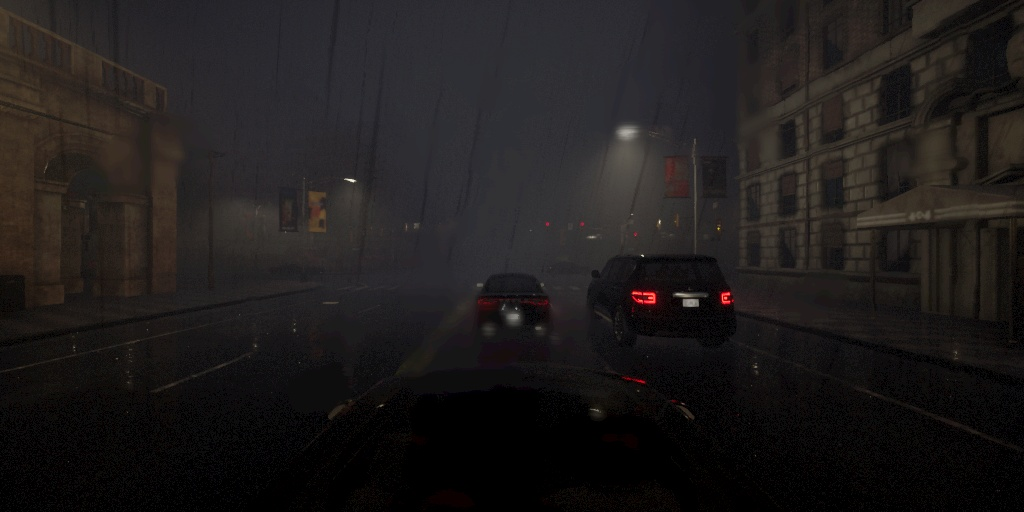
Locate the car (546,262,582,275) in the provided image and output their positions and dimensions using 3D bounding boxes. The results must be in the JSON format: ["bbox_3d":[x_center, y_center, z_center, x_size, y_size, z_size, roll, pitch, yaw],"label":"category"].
[{"bbox_3d":[5.694,1.275,35.983,4.674,1.442,1.812,0,0,0],"label":"car"}]

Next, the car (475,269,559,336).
[{"bbox_3d":[-0.011,1.228,10.494,1.882,1.535,5.008,0,0,-2],"label":"car"}]

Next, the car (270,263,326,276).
[{"bbox_3d":[-21.292,1.351,35.811,4.718,1.301,1.895,0,0,0],"label":"car"}]

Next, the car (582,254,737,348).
[{"bbox_3d":[3.455,0.971,9.415,2.150,2.045,5.566,0,0,2],"label":"car"}]

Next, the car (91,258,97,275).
[{"bbox_3d":[-38.109,1.227,35.705,5.008,1.535,1.882,0,0,0],"label":"car"}]

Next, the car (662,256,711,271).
[{"bbox_3d":[23.182,0.971,47.781,5.566,2.045,2.150,0,0,0],"label":"car"}]

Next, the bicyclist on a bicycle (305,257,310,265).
[{"bbox_3d":[-31.577,1.050,55.228,0.582,1.620,1.656,0,0,0],"label":"bicyclist on a bicycle"}]

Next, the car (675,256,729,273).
[{"bbox_3d":[23.387,0.971,44.270,5.566,2.045,2.150,0,0,1],"label":"car"}]
